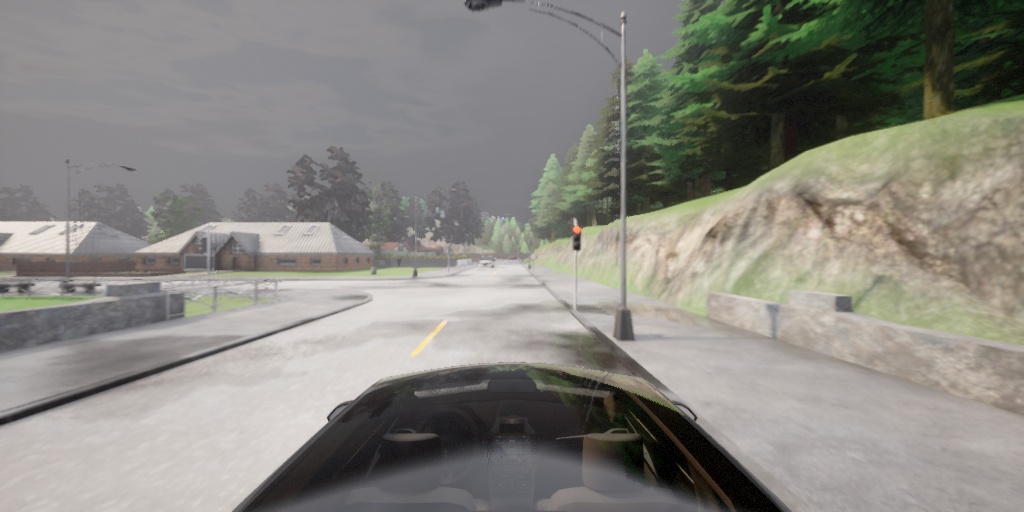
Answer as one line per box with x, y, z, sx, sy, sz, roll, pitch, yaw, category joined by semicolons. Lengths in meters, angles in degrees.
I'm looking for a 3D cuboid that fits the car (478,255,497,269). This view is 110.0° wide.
-4.002;0.997;55.968;2.150;2.045;5.566;0;2;0;car
